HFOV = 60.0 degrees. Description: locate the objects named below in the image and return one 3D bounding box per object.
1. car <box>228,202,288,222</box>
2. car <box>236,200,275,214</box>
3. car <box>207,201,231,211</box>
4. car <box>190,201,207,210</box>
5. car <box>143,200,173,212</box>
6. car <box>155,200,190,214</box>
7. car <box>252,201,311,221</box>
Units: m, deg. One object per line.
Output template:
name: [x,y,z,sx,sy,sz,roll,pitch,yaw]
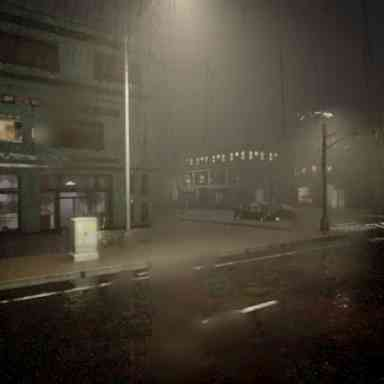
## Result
car: [5.454,1.771,27.973,1.947,1.339,4.313,-2,0,-35]
car: [7.544,1.749,39.700,2.008,1.369,4.403,-2,0,-35]
car: [4.336,1.843,44.211,1.802,1.307,4.206,-2,0,-35]
car: [1.128,1.905,48.720,1.802,1.307,4.206,-2,0,-35]
car: [-4.899,1.911,47.242,2.128,1.511,4.902,-1,0,-35]
car: [-2.494,1.803,39.350,1.967,1.590,4.097,-2,0,-35]
car: [7.749,1.717,29.438,2.033,1.411,5.357,-1,0,-35]
